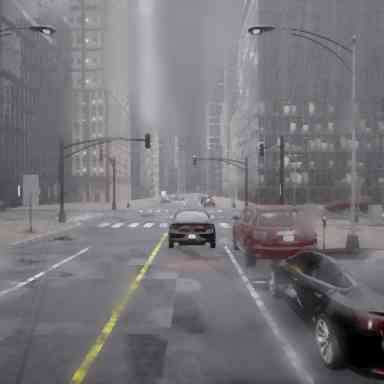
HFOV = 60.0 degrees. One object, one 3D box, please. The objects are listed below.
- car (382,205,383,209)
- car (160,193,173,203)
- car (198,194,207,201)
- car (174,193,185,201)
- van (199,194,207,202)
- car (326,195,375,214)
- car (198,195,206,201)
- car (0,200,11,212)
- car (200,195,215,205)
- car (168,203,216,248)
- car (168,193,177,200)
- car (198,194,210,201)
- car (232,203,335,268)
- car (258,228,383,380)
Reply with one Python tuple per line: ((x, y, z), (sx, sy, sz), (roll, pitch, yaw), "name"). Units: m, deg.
((22.894, 1.276, 34.972), (5.009, 1.841, 2.192), (0, 1, 0), "car")
((-5.327, 1.411, 65.652), (1.967, 1.590, 4.097), (-1, 0, 0), "car")
((2.554, 1.399, 82.251), (1.967, 1.590, 4.097), (-1, 0, 0), "car")
((-2.749, 1.484, 77.613), (1.994, 1.385, 4.181), (0, 0, 0), "car")
((2.552, 1.305, 76.726), (1.690, 1.788, 3.998), (-1, 0, 0), "van")
((16.562, 1.268, 34.957), (5.009, 1.841, 2.192), (0, 1, 0), "car")
((2.555, 1.499, 87.775), (1.887, 1.381, 4.507), (-1, 0, 0), "car")
((-21.448, 1.448, 34.873), (4.403, 1.369, 2.008), (0, 1, 0), "car")
((2.522, 1.562, 49.103), (1.802, 1.307, 4.206), (-1, 0, 0), "car")
((0.000, 1.480, 14.652), (1.882, 1.535, 5.008), (0, 0, 0), "car")
((-5.328, 1.265, 93.275), (2.192, 1.841, 5.009), (-1, 0, 0), "car")
((2.539, 1.289, 60.152), (2.192, 1.841, 5.009), (-1, 0, 0), "car")
((2.551, 1.310, 11.170), (2.192, 1.841, 5.009), (-1, 0, 0), "car")
((2.554, 1.563, 5.521), (1.947, 1.339, 4.313), (-1, 0, 0), "car")
